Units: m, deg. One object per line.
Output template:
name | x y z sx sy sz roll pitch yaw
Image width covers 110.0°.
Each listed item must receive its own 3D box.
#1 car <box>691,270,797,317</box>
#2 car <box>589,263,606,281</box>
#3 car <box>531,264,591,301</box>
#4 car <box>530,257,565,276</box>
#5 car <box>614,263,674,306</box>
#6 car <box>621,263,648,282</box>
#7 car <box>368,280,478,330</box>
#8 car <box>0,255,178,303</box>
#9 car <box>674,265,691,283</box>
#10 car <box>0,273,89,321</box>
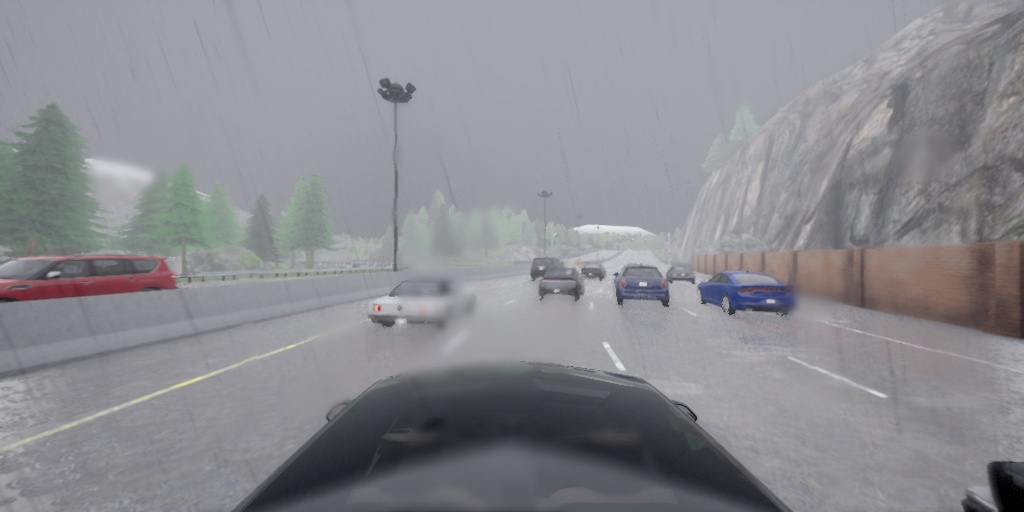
car | 8.693 1.312 13.748 1.882 1.535 5.008 0 -1 12
car | 7.454 1.402 32.767 1.882 1.535 5.008 0 0 19
car | 2.615 1.330 17.956 2.128 1.511 4.902 0 0 15
car | 3.234 1.126 31.259 2.150 2.045 5.566 0 0 19
car | 5.899 1.193 16.705 2.097 1.767 4.553 0 0 15
car | 10.964 1.423 32.136 2.128 1.511 4.902 0 0 19
car | -2.461 1.391 11.334 1.895 1.301 4.718 0 0 9
car | -13.326 0.977 10.606 2.150 2.045 5.566 0 0 7
car | 13.585 1.471 29.077 2.033 1.411 5.357 0 0 19
car | -16.700 1.313 11.137 1.994 1.385 4.181 0 0 7
